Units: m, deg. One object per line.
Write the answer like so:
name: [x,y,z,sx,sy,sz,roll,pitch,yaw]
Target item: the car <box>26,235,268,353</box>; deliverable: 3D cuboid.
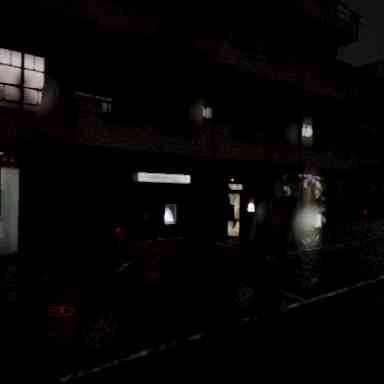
car: [-0.556,1.534,6.144,4.507,1.381,1.887,0,1,-35]
